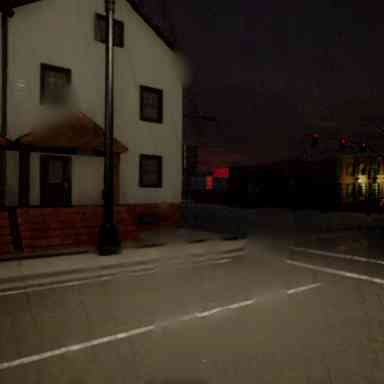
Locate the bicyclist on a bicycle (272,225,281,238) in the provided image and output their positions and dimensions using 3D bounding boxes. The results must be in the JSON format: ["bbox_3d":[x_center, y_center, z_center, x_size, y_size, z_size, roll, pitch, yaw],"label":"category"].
[{"bbox_3d":[9.597,4.503,37.709,1.656,1.620,0.582,0,-11,-33],"label":"bicyclist on a bicycle"}]
